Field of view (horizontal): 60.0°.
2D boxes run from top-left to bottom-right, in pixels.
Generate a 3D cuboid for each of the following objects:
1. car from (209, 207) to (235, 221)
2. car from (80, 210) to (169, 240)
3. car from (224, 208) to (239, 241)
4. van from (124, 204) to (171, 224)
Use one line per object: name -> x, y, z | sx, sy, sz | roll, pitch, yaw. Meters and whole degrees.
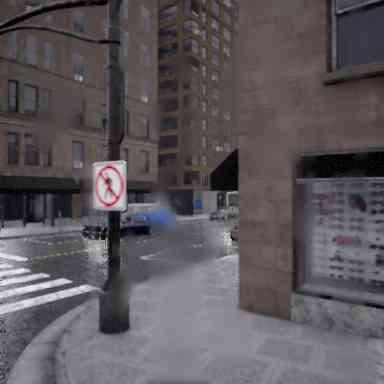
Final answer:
car -> 3.267, 2.108, 32.380 | 2.008, 1.369, 4.403 | -1, -2, 35
car -> -3.638, 1.908, 18.173 | 1.895, 1.301, 4.718 | 0, -1, 35
car -> 3.775, 1.816, 18.355 | 1.967, 1.590, 4.097 | -1, -2, 35
van -> -3.176, 1.720, 23.292 | 1.690, 1.788, 3.998 | -1, -2, 35
